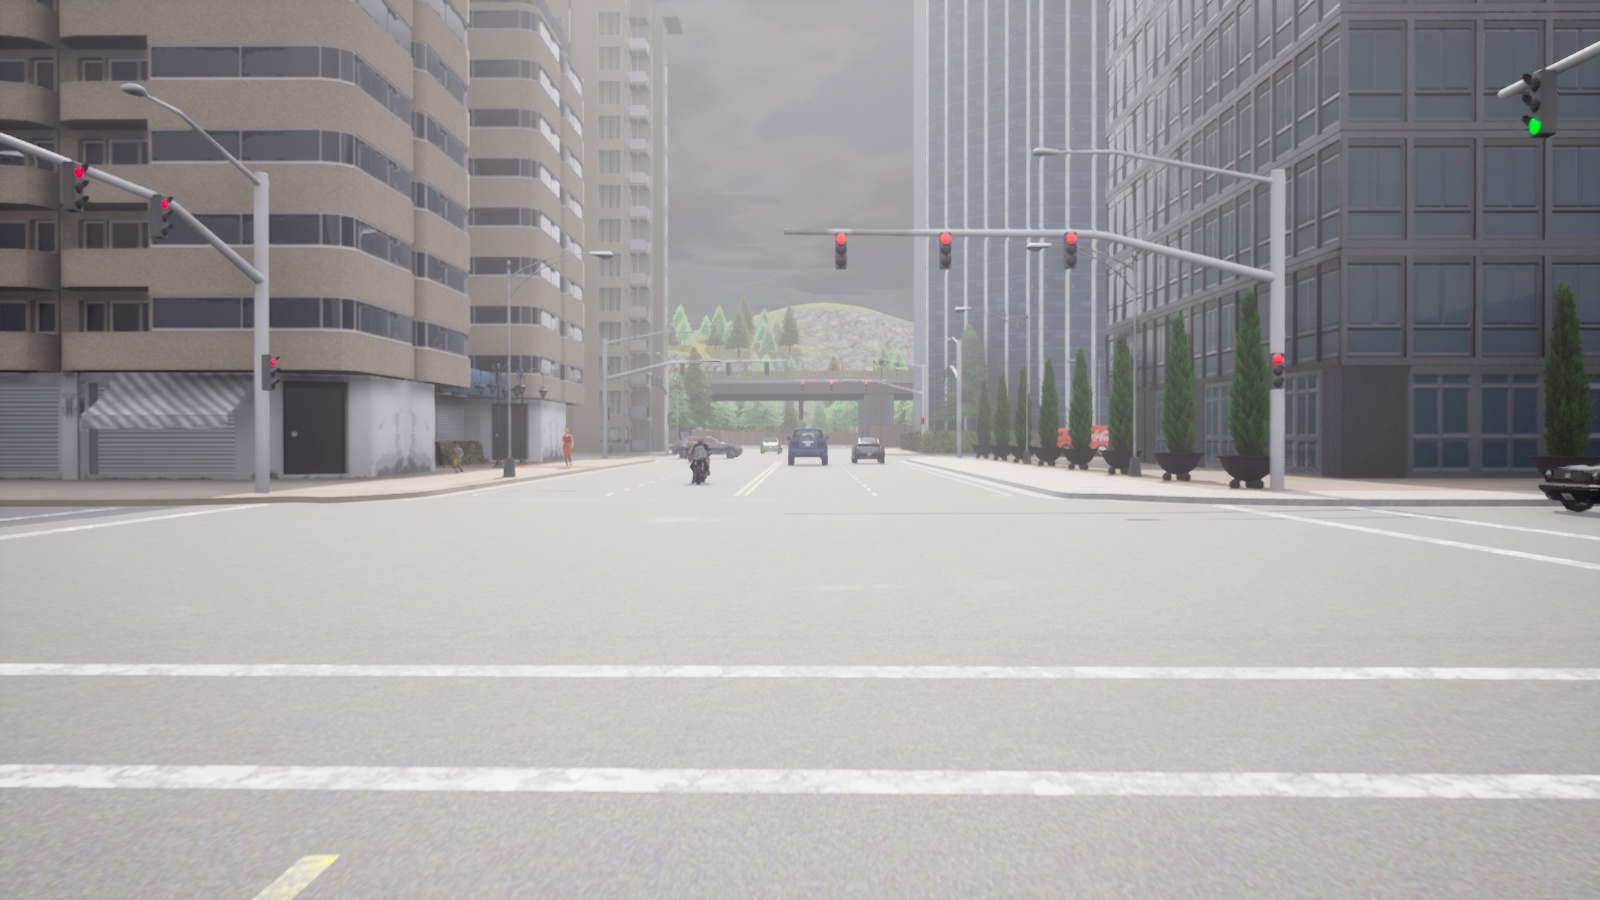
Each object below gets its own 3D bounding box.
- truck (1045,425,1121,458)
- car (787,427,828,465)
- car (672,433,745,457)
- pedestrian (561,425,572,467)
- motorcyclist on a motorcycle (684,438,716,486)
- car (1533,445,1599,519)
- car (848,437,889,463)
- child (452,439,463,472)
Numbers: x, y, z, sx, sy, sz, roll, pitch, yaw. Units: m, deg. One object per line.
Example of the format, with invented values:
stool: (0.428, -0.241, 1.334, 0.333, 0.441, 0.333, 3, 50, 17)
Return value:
truck: (21.702, -0.681, 96.538, 5.204, 2.467, 2.627, 1, 1, 0)
car: (0.435, -0.230, 69.447, 2.150, 2.045, 5.566, 0, 1, 0)
car: (-6.504, -0.375, 89.427, 5.027, 1.651, 2.152, 0, 1, 0)
pedestrian: (-10.234, -0.163, 55.090, 0.345, 1.836, 0.594, 0, 1, 1)
motorcyclist on a motorcycle: (-3.238, 0.370, 40.828, 0.866, 1.530, 2.191, 0, 1, 0)
car: (16.490, 0.571, 23.247, 4.718, 1.301, 1.895, 0, 1, 1)
car: (3.960, -0.030, 73.479, 2.128, 1.511, 4.902, 0, 1, 0)
child: (-13.005, 0.198, 47.649, 0.270, 1.263, 0.437, 0, 1, 3)
